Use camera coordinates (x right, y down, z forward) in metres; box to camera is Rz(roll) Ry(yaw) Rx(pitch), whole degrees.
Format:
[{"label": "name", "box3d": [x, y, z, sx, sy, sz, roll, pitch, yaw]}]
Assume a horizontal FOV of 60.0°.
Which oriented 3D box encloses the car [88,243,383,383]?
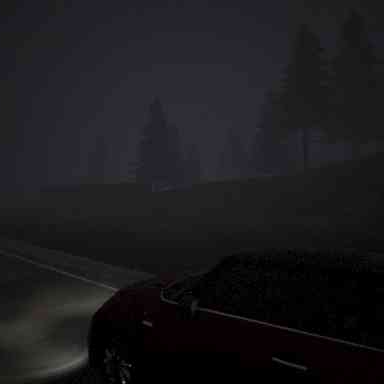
[{"label": "car", "box3d": [0.902, 1.368, 3.627, 4.553, 1.767, 2.097, 0, 0, 37]}]
